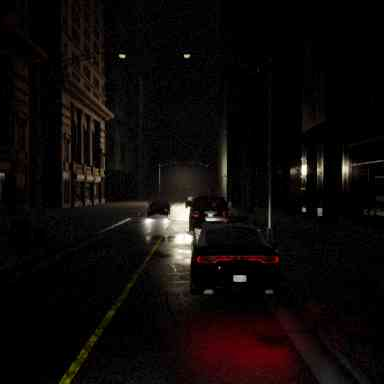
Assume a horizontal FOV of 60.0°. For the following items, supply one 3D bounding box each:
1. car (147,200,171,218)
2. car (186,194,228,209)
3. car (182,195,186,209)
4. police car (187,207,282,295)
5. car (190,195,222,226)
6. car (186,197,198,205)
[{"bbox_3d":[-2.981,1.488,30.945,1.882,1.535,5.008,0,0,0],"label":"car"},{"bbox_3d":[0.911,1.228,18.773,2.150,2.045,5.566,0,0,0],"label":"car"},{"bbox_3d":[0.043,1.505,46.156,2.128,1.511,4.902,0,0,0],"label":"car"},{"bbox_3d":[0.904,1.425,8.853,1.930,1.638,5.238,0,0,0],"label":"police car"},{"bbox_3d":[0.915,1.232,24.773,2.150,2.045,5.566,0,0,0],"label":"car"},{"bbox_3d":[0.039,1.560,59.846,2.033,1.411,5.357,0,0,0],"label":"car"}]
